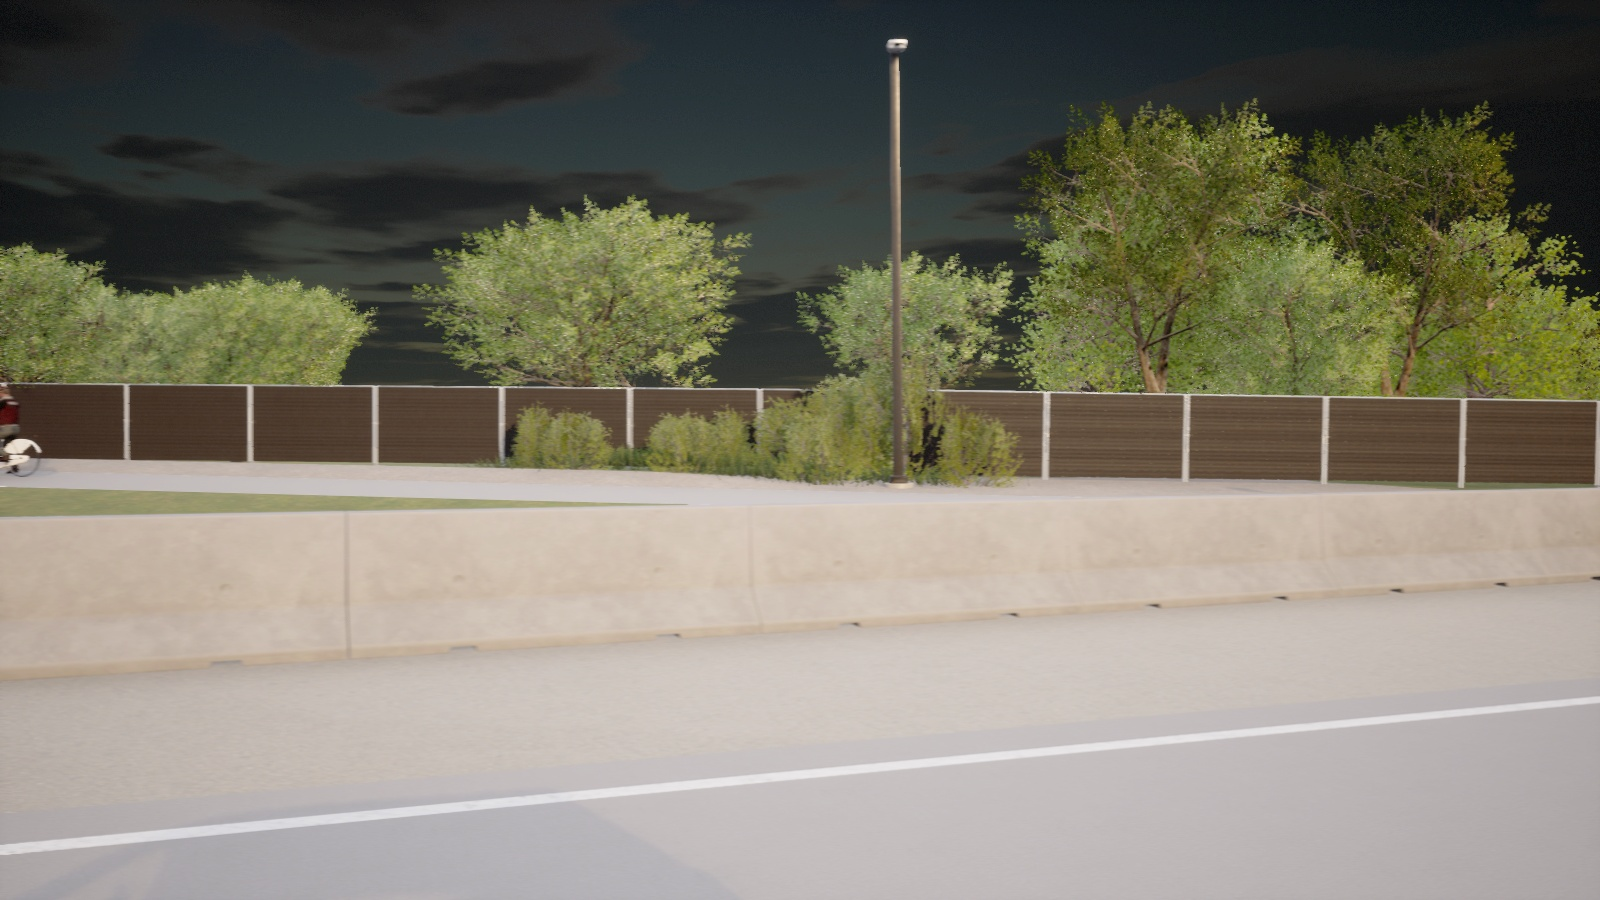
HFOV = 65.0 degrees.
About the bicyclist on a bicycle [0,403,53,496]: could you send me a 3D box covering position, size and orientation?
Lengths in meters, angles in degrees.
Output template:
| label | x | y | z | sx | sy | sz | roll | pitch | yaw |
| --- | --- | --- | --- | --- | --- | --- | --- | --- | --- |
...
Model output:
| label | x | y | z | sx | sy | sz | roll | pitch | yaw |
| --- | --- | --- | --- | --- | --- | --- | --- | --- | --- |
| bicyclist on a bicycle | -15.567 | -0.023 | 24.320 | 1.843 | 1.776 | 0.659 | 0 | 2 | 6 |
